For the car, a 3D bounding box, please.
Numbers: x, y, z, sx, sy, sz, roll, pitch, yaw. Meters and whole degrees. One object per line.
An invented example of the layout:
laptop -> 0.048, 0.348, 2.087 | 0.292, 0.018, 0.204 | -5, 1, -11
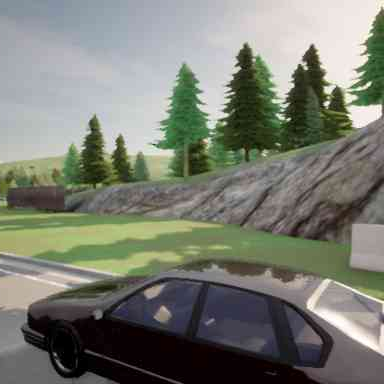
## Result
car -> 0.317, 1.561, 3.936 | 5.357, 1.411, 2.033 | 0, 0, 31
